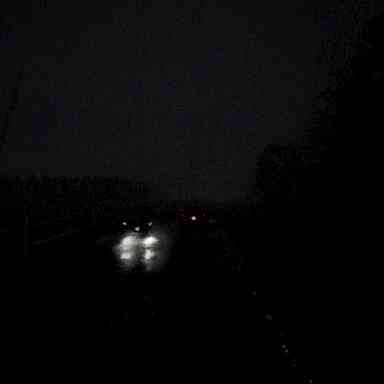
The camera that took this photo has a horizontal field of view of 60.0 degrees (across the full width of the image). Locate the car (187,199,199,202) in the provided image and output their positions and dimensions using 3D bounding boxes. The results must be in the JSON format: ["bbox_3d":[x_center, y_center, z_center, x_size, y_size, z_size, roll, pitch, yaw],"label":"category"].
[{"bbox_3d":[0.100,1.562,40.502,2.033,1.411,5.357,0,0,0],"label":"car"}]

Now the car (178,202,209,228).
[{"bbox_3d":[0.100,1.572,22.289,1.994,1.385,4.181,0,0,0],"label":"car"}]

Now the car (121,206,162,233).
[{"bbox_3d":[-2.850,1.555,19.995,2.033,1.411,5.357,0,0,0],"label":"car"}]
